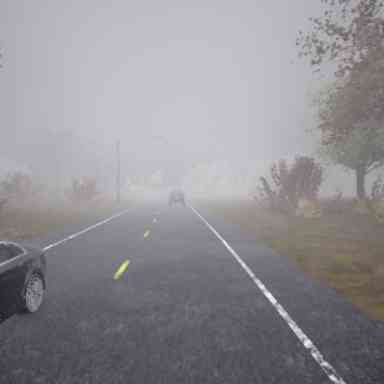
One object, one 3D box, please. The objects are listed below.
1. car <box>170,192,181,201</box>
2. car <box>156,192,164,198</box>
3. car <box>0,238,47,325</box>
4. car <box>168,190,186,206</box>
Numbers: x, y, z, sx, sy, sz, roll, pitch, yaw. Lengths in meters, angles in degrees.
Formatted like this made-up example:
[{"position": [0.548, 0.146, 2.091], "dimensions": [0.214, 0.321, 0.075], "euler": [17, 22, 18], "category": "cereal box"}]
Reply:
[{"position": [-3.198, 0.829, 63.817], "dimensions": [1.882, 1.535, 5.008], "euler": [0, 1, -3], "category": "car"}, {"position": [-7.854, 0.711, 81.839], "dimensions": [2.033, 1.411, 5.357], "euler": [0, 1, -3], "category": "car"}, {"position": [-3.710, 1.473, 4.604], "dimensions": [2.128, 1.511, 4.902], "euler": [0, 1, -2], "category": "car"}, {"position": [-2.046, 0.788, 44.516], "dimensions": [2.150, 2.045, 5.566], "euler": [0, 1, -3], "category": "car"}]
